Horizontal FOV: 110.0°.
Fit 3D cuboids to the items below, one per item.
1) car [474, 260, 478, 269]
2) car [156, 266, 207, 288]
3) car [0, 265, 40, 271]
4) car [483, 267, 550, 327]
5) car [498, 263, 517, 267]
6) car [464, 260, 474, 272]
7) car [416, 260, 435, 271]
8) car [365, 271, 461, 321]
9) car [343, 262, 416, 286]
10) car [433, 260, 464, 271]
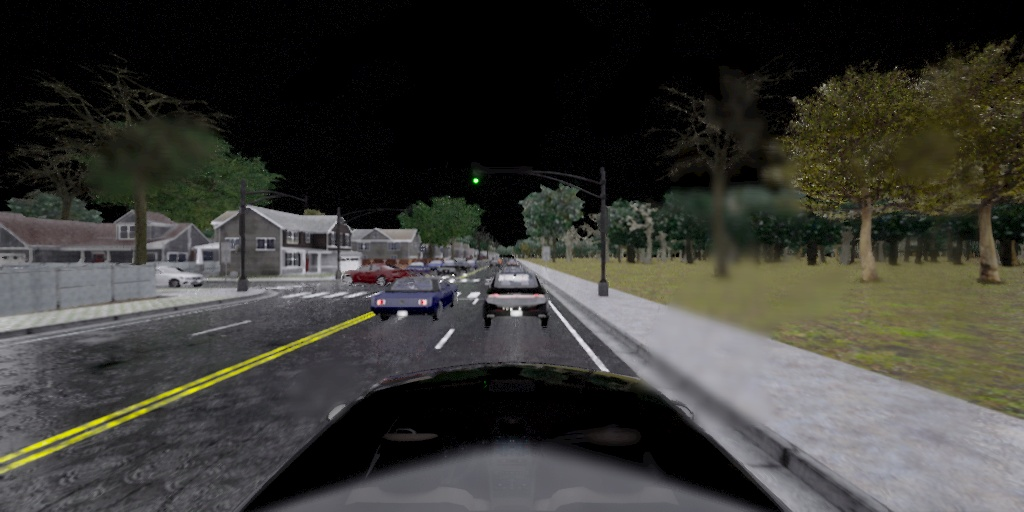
[{"bbox_3d":[-6.535,1.364,57.582,1.812,1.442,4.674,0,0,1],"label":"car"},{"bbox_3d":[-22.493,1.350,23.142,4.674,1.442,1.812,0,0,0],"label":"car"},{"bbox_3d":[-31.841,1.332,23.176,4.902,1.511,2.128,0,0,0],"label":"car"},{"bbox_3d":[0.105,1.261,11.591,2.128,1.511,4.902,0,0,0],"label":"car"},{"bbox_3d":[0.103,1.398,25.334,1.895,1.301,4.718,0,0,0],"label":"car"},{"bbox_3d":[-6.584,1.427,47.255,1.895,1.301,4.718,0,0,0],"label":"car"},{"bbox_3d":[-9.824,1.341,37.769,1.812,1.442,4.674,0,0,0],"label":"car"},{"bbox_3d":[-3.143,1.373,12.561,1.895,1.301,4.718,0,0,0],"label":"car"},{"bbox_3d":[-9.452,1.274,24.856,5.008,1.535,1.882,0,-1,24],"label":"car"},{"bbox_3d":[-6.591,1.379,37.785,1.994,1.385,4.181,0,0,0],"label":"car"}]
